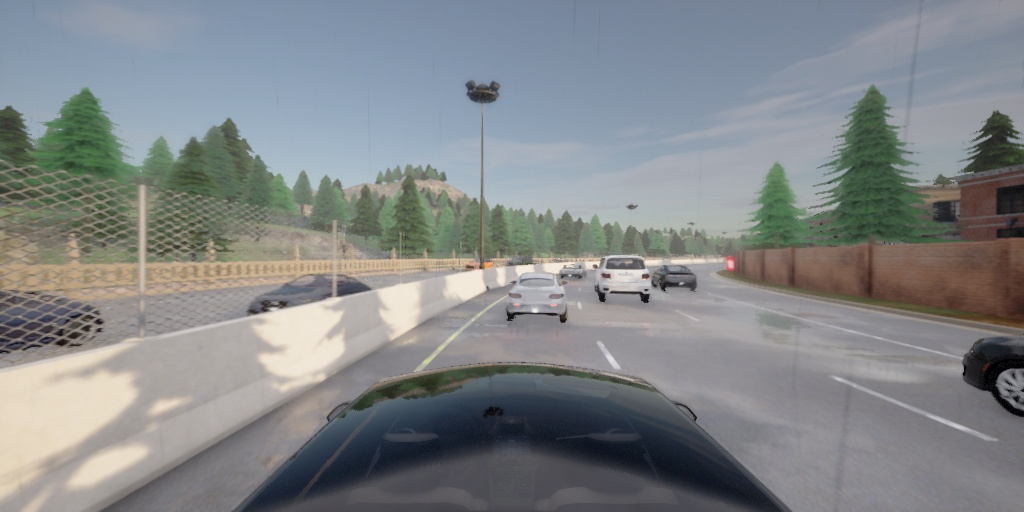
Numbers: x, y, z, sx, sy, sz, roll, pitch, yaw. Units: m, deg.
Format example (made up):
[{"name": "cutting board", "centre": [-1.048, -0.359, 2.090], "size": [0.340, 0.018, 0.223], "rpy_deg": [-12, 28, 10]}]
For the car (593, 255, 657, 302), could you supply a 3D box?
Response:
[{"name": "car", "centre": [5.189, 0.994, 17.361], "size": [2.150, 2.045, 5.566], "rpy_deg": [0, 0, 11]}]

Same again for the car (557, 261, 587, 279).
[{"name": "car", "centre": [5.666, 1.374, 32.688], "size": [1.895, 1.301, 4.718], "rpy_deg": [0, 0, 19]}]

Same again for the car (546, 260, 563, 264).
[{"name": "car", "centre": [6.241, 1.265, 51.141], "size": [2.128, 1.511, 4.902], "rpy_deg": [0, 0, 29]}]

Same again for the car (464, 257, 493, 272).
[{"name": "car", "centre": [-4.231, 1.079, 45.900], "size": [2.097, 1.767, 4.553], "rpy_deg": [0, 0, 25]}]

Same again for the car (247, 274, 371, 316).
[{"name": "car", "centre": [-6.355, 1.285, 11.835], "size": [1.994, 1.385, 4.181], "rpy_deg": [0, 0, 6]}]

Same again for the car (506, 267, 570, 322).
[{"name": "car", "centre": [0.914, 1.279, 12.322], "size": [1.812, 1.442, 4.674], "rpy_deg": [0, 0, 7]}]

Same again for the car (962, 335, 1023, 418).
[{"name": "car", "centre": [7.225, 1.287, 2.952], "size": [1.837, 1.490, 4.892], "rpy_deg": [0, 0, 1]}]

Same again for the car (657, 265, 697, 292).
[{"name": "car", "centre": [9.724, 1.284, 21.749], "size": [2.128, 1.511, 4.902], "rpy_deg": [0, 0, 13]}]

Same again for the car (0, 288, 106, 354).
[{"name": "car", "centre": [-10.296, 1.268, 6.368], "size": [1.994, 1.385, 4.181], "rpy_deg": [0, 0, 3]}]

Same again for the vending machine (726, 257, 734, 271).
[{"name": "vending machine", "centre": [29.913, 1.076, 49.151], "size": [1.100, 2.100, 0.880], "rpy_deg": [0, 0, 36]}]

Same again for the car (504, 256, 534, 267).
[{"name": "car", "centre": [1.045, 0.976, 48.839], "size": [2.150, 2.045, 5.566], "rpy_deg": [0, 0, 27]}]
